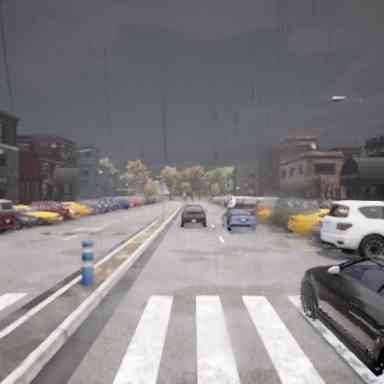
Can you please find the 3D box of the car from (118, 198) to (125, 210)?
[{"bbox_3d":[-12.520,1.916,46.810,4.892,1.521,2.231,0,-1,0],"label":"car"}]

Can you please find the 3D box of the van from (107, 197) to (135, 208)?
[{"bbox_3d":[-12.392,1.827,57.928,4.442,1.987,1.878,0,-1,0],"label":"van"}]

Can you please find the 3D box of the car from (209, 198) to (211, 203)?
[{"bbox_3d":[7.718,2.485,86.704,5.008,1.535,2.097,0,-1,0],"label":"car"}]

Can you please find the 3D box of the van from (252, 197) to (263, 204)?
[{"bbox_3d":[7.779,1.525,28.811,4.442,1.987,1.878,0,-1,0],"label":"van"}]

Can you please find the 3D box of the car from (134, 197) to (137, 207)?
[{"bbox_3d":[-12.327,2.014,55.145,5.366,1.575,1.946,0,-1,0],"label":"car"}]

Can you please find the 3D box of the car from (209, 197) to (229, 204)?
[{"bbox_3d":[7.748,2.375,94.979,5.566,2.045,2.435,0,-1,0],"label":"car"}]

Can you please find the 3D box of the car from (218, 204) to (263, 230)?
[{"bbox_3d":[3.118,1.767,22.651,2.033,1.411,5.357,0,0,0],"label":"car"}]

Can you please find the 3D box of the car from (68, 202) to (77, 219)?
[{"bbox_3d":[-12.553,1.718,27.358,5.008,1.535,2.097,0,-1,0],"label":"car"}]

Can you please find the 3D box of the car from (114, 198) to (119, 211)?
[{"bbox_3d":[-12.528,1.924,44.031,4.674,1.452,2.002,0,-1,0],"label":"car"}]

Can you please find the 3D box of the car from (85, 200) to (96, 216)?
[{"bbox_3d":[-12.545,1.770,32.918,5.008,1.535,2.097,0,-1,0],"label":"car"}]

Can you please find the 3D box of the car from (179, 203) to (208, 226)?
[{"bbox_3d":[0.120,1.751,25.459,1.837,1.490,4.892,0,0,0],"label":"car"}]

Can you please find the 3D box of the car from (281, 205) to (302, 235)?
[{"bbox_3d":[7.647,1.653,17.654,5.008,1.535,2.097,0,-1,0],"label":"car"}]

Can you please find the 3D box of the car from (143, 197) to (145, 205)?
[{"bbox_3d":[-12.464,2.197,66.260,4.792,1.488,2.163,0,-1,0],"label":"car"}]

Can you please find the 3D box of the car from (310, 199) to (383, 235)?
[{"bbox_3d":[7.676,1.352,12.264,5.566,2.045,2.435,0,-1,0],"label":"car"}]

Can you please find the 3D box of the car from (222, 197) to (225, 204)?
[{"bbox_3d":[7.713,2.037,53.621,4.792,1.488,2.163,0,-1,0],"label":"car"}]

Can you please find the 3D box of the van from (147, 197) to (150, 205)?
[{"bbox_3d":[-12.364,2.066,74.599,4.442,1.987,1.878,0,-1,0],"label":"van"}]

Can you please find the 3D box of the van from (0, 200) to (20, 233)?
[{"bbox_3d":[-12.689,1.415,19.022,4.442,1.987,1.878,0,-1,0],"label":"van"}]

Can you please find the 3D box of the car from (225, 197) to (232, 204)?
[{"bbox_3d":[7.705,1.662,45.355,5.566,2.045,2.435,0,-1,0],"label":"car"}]

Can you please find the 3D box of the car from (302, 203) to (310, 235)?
[{"bbox_3d":[7.681,1.502,14.898,4.553,1.767,2.185,0,-1,0],"label":"car"}]

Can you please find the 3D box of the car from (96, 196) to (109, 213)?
[{"bbox_3d":[-12.509,1.699,38.473,4.553,1.767,2.185,0,-1,0],"label":"car"}]

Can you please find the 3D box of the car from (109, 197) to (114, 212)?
[{"bbox_3d":[-12.504,1.728,41.254,4.553,1.767,2.185,0,-1,0],"label":"car"}]

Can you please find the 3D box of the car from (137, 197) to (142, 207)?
[{"bbox_3d":[-12.475,1.838,60.705,5.566,2.045,2.435,0,-1,0],"label":"car"}]

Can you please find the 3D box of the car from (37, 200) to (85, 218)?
[{"bbox_3d":[-12.585,1.618,30.137,4.553,1.767,2.185,0,-1,0],"label":"car"}]

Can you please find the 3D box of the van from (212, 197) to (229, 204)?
[{"bbox_3d":[7.598,2.306,89.465,4.442,1.987,1.878,0,-1,0],"label":"van"}]

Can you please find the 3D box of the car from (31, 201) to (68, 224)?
[{"bbox_3d":[-12.378,1.689,24.578,5.366,1.575,1.946,0,-1,0],"label":"car"}]

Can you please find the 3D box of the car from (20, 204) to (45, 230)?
[{"bbox_3d":[-12.570,1.707,21.798,4.674,1.452,2.002,0,-1,0],"label":"car"}]

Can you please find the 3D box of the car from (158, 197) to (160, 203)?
[{"bbox_3d":[-12.482,2.321,91.274,5.566,2.045,2.435,0,-1,0],"label":"car"}]

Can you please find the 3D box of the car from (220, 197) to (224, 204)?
[{"bbox_3d":[7.680,2.043,56.380,4.892,1.521,2.231,0,-1,0],"label":"car"}]

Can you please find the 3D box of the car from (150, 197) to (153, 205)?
[{"bbox_3d":[-12.504,2.085,77.379,5.566,2.045,2.435,0,-1,0],"label":"car"}]

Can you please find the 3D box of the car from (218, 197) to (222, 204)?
[{"bbox_3d":[7.874,2.074,59.135,5.366,1.575,1.946,0,-1,0],"label":"car"}]

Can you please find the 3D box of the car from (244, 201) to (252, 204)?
[{"bbox_3d":[7.662,1.816,31.566,4.674,1.452,2.002,0,-1,0],"label":"car"}]

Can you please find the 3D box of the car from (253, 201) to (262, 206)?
[{"bbox_3d":[7.665,1.727,26.052,5.008,1.535,2.097,0,0,0],"label":"car"}]

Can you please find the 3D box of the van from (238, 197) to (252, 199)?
[{"bbox_3d":[7.786,1.602,37.084,4.442,1.987,1.878,0,-1,0],"label":"van"}]

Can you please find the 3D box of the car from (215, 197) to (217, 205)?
[{"bbox_3d":[7.689,2.189,67.407,4.892,1.521,2.231,0,-1,0],"label":"car"}]

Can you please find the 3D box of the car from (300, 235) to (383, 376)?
[{"bbox_3d":[3.103,1.615,4.872,1.994,1.385,4.181,0,-1,0],"label":"car"}]

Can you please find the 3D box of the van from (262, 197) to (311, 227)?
[{"bbox_3d":[7.541,1.478,23.296,4.442,1.987,1.878,0,0,0],"label":"van"}]

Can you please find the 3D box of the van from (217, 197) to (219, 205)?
[{"bbox_3d":[7.575,1.922,64.529,4.442,1.987,1.878,0,-1,0],"label":"van"}]

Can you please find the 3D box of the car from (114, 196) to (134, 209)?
[{"bbox_3d":[-12.489,1.730,52.371,5.566,2.045,2.435,0,-1,0],"label":"car"}]

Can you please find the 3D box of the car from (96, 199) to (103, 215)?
[{"bbox_3d":[-12.551,1.798,35.694,4.892,1.521,2.231,0,-1,0],"label":"car"}]

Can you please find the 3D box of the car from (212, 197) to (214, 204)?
[{"bbox_3d":[7.697,2.310,75.677,4.892,1.521,2.231,0,-1,0],"label":"car"}]

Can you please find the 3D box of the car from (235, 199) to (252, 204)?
[{"bbox_3d":[7.482,1.799,34.324,5.366,1.575,1.946,0,-1,0],"label":"car"}]

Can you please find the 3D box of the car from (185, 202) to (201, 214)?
[{"bbox_3d":[0.134,2.003,42.169,1.895,1.301,4.718,0,-1,0],"label":"car"}]

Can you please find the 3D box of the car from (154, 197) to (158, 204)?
[{"bbox_3d":[-12.434,2.222,85.590,5.566,2.045,2.435,0,-1,0],"label":"car"}]

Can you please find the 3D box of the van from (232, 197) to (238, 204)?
[{"bbox_3d":[7.790,1.658,42.596,4.442,1.987,1.878,0,-1,0],"label":"van"}]
